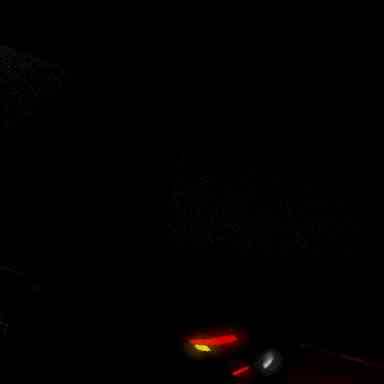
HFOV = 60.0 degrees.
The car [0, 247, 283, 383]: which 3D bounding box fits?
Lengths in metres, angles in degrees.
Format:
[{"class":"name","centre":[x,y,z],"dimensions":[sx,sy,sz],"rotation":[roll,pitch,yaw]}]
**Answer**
[{"class":"car","centre":[-1.084,1.552,4.768],"dimensions":[4.674,1.442,1.812],"rotation":[-1,0,36]}]
